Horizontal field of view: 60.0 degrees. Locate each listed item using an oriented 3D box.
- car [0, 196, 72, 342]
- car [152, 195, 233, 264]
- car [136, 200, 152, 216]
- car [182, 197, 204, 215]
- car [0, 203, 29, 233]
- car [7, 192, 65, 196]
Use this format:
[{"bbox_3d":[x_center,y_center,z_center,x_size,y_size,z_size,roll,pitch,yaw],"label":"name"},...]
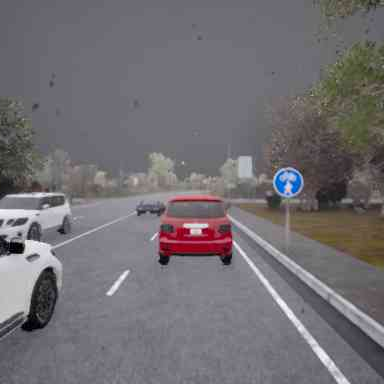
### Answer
[{"bbox_3d":[-3.399,1.180,3.580,2.150,2.045,5.566,0,1,0],"label":"car"},{"bbox_3d":[0.102,1.094,11.491,2.150,2.045,5.566,0,1,0],"label":"car"},{"bbox_3d":[-3.397,1.287,27.987,1.895,1.301,4.718,0,1,0],"label":"car"},{"bbox_3d":[0.104,1.191,29.916,1.812,1.442,4.674,0,1,0],"label":"car"},{"bbox_3d":[-10.600,1.358,16.898,2.033,1.411,5.357,0,1,0],"label":"car"},{"bbox_3d":[-7.099,1.057,14.519,2.150,2.045,5.566,0,1,0],"label":"car"}]
